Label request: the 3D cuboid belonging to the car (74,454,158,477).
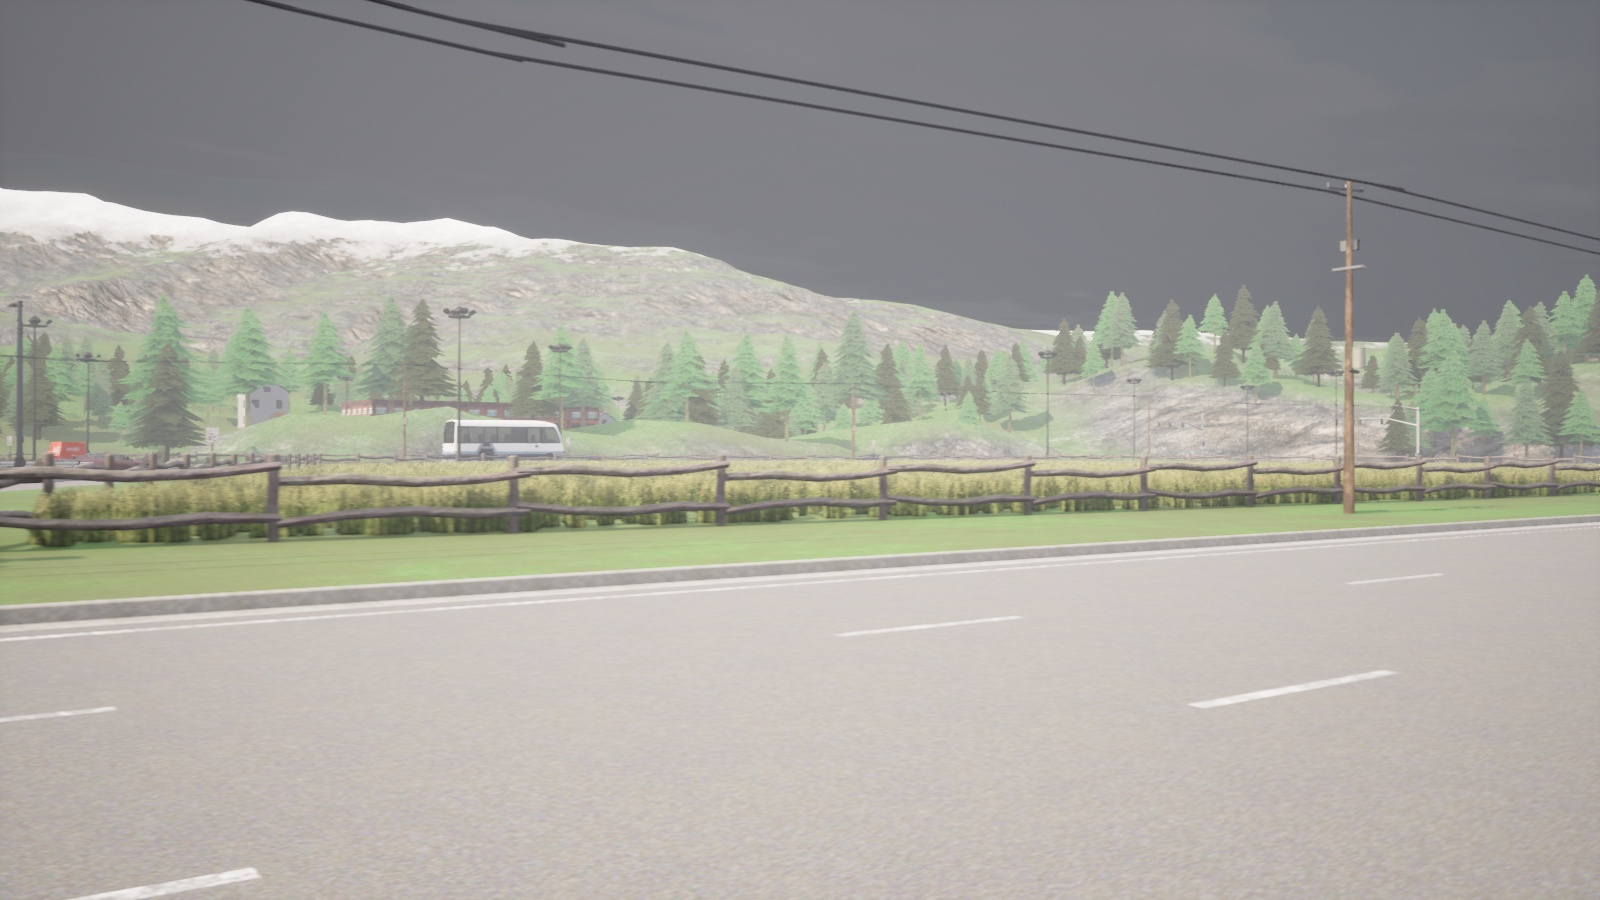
[{"bbox_3d":[-46.109,1.049,84.667,4.792,1.488,2.163,0,0,-35],"label":"car"}]
